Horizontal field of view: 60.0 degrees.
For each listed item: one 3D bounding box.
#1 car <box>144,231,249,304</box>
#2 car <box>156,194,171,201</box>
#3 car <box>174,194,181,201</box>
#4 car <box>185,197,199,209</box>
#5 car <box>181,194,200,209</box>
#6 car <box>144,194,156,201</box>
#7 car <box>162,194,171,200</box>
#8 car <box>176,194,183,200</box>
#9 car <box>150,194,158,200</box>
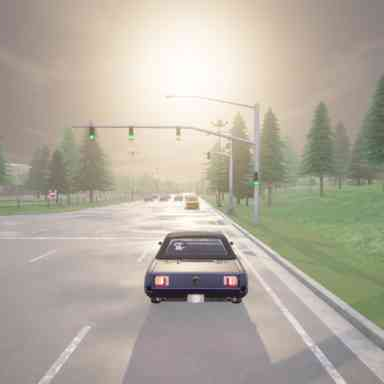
[{"bbox_3d":[0.093,1.601,8.116,1.895,1.301,4.718,0,0,0],"label":"car"},{"bbox_3d":[-6.862,1.531,80.416,2.033,1.411,5.357,0,0,0],"label":"car"},{"bbox_3d":[-3.361,1.545,80.827,1.994,1.385,4.181,0,0,0],"label":"car"},{"bbox_3d":[0.027,1.576,49.784,2.033,1.411,5.357,-1,1,1],"label":"car"},{"bbox_3d":[-0.051,1.085,46.302,1.882,1.535,5.008,-3,17,-3],"label":"car"},{"bbox_3d":[-10.362,1.531,80.422,2.033,1.411,5.357,0,0,0],"label":"car"},{"bbox_3d":[-6.844,1.372,90.836,2.033,1.411,5.357,0,0,0],"label":"car"},{"bbox_3d":[-3.344,1.356,90.830,1.812,1.442,4.674,0,0,0],"label":"car"},{"bbox_3d":[-10.344,1.332,90.842,1.837,1.490,4.892,0,0,0],"label":"car"}]
